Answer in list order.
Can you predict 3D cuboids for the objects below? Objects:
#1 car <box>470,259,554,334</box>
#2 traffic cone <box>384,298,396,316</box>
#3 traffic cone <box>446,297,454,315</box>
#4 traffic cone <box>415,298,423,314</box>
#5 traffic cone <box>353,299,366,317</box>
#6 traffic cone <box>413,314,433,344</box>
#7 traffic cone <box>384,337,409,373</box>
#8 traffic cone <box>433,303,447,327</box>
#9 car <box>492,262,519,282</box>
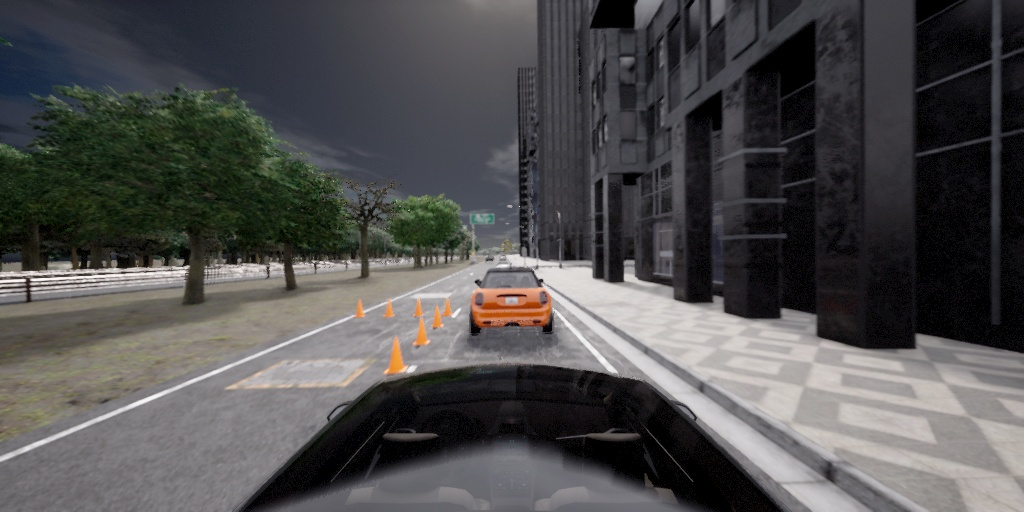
[{"bbox_3d":[-0.063,1.092,10.786,2.097,1.767,4.553,-1,0,-2],"label":"car"},{"bbox_3d":[-4.205,1.756,12.311,0.340,0.580,0.340,0,0,-1],"label":"traffic cone"},{"bbox_3d":[-2.206,1.725,12.363,0.340,0.580,0.340,0,0,-1],"label":"traffic cone"},{"bbox_3d":[-3.205,1.741,12.337,0.340,0.580,0.340,0,0,-1],"label":"traffic cone"},{"bbox_3d":[-5.204,1.771,12.285,0.340,0.580,0.340,0,0,-1],"label":"traffic cone"},{"bbox_3d":[-2.100,1.729,8.365,0.340,0.580,0.340,0,0,-1],"label":"traffic cone"},{"bbox_3d":[-2.049,1.731,6.365,0.340,0.580,0.340,0,0,-1],"label":"traffic cone"},{"bbox_3d":[-2.153,1.728,10.364,0.340,0.580,0.340,0,0,-1],"label":"traffic cone"},{"bbox_3d":[-0.546,1.247,29.426,2.033,1.411,5.357,-1,0,-1],"label":"car"}]
